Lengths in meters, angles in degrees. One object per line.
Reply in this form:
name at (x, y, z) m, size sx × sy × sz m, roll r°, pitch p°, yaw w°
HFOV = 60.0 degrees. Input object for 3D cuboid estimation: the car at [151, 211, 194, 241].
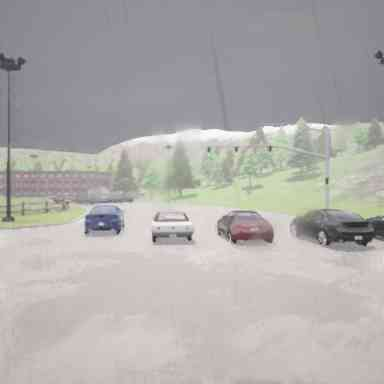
car at (-1.100, 1.615, 16.723) m, size 1.895 × 1.301 × 4.718 m, roll 0°, pitch 0°, yaw -7°

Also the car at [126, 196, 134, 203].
car at (-14.428, 1.579, 70.440) m, size 4.892 × 1.490 × 1.837 m, roll 0°, pitch 0°, yaw 37°

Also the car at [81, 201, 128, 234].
car at (-5.038, 1.502, 19.583) m, size 1.882 × 1.535 × 5.008 m, roll 0°, pitch 0°, yaw -8°

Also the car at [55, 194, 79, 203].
car at (-26.256, 1.392, 69.701) m, size 4.553 × 1.767 × 2.097 m, roll 0°, pitch 0°, yaw 26°

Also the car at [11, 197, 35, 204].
car at (-33.362, 1.650, 65.164) m, size 5.357 × 1.411 × 2.033 m, roll 0°, pitch 0°, yaw 19°

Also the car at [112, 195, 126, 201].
car at (-16.156, 1.435, 67.353) m, size 4.553 × 1.767 × 2.097 m, roll 0°, pitch 0°, yaw 37°

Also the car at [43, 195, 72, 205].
car at (-24.228, 1.595, 60.306) m, size 4.892 × 1.490 × 1.837 m, roll 0°, pitch 0°, yaw 33°

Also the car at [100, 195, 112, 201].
car at (-18.054, 1.644, 64.387) m, size 4.181 × 1.385 × 1.994 m, roll 0°, pitch 0°, yaw 37°

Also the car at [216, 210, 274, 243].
car at (2.450, 1.571, 16.183) m, size 1.994 × 1.385 × 4.181 m, roll 0°, pitch 0°, yaw -7°

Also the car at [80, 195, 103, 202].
car at (-23.027, 1.544, 75.911) m, size 4.902 × 1.511 × 2.128 m, roll 0°, pitch 0°, yaw 26°

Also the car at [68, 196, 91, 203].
car at (-24.655, 1.527, 72.813) m, size 4.892 × 1.490 × 1.837 m, roll 0°, pitch 0°, yaw 26°

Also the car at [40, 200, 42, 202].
car at (-28.284, 1.572, 66.799) m, size 4.674 × 1.442 × 1.812 m, roll 0°, pitch 0°, yaw 23°

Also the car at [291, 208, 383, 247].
car at (6.113, 1.504, 15.110) m, size 1.837 × 1.490 × 4.892 m, roll 0°, pitch 0°, yaw -6°

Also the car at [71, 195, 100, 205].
car at (-19.614, 1.587, 61.154) m, size 4.892 × 1.490 × 1.837 m, roll 0°, pitch 0°, yaw 40°
